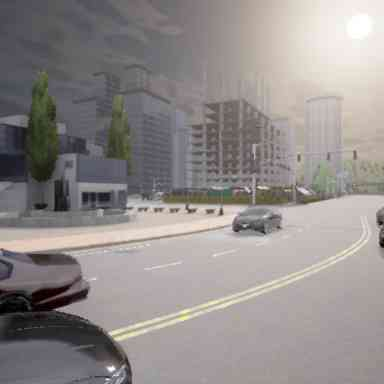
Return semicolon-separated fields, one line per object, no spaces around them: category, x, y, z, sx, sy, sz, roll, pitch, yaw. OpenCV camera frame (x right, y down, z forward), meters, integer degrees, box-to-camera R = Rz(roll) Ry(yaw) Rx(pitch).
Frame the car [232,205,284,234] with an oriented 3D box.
car;3.987;1.538;19.566;1.837;1.490;4.892;0;0;31

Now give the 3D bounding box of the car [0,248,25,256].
car;-4.417;1.558;5.162;5.357;1.411;2.033;0;0;-36

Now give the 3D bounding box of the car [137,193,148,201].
car;-11.084;1.302;83.270;1.905;1.878;3.866;0;0;28

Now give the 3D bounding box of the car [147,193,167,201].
car;-8.529;1.539;81.908;1.970;1.475;3.806;0;0;28

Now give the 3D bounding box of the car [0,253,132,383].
car;-2.752;1.495;1.994;4.902;1.511;2.128;0;0;-34

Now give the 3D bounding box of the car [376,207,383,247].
car;9.242;1.570;14.339;2.033;1.411;5.357;0;0;34
